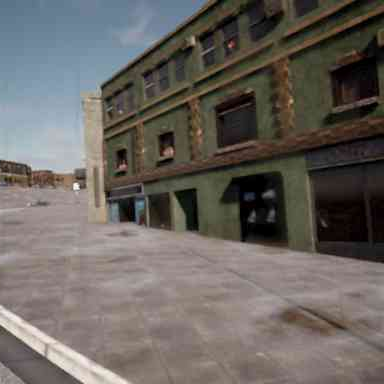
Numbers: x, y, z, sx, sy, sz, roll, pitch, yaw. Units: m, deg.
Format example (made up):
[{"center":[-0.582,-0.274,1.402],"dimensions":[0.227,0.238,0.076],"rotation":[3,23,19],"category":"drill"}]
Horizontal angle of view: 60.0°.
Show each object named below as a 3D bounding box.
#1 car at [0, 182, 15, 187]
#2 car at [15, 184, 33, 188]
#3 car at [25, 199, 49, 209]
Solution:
[{"center":[-44.766,-1.569,77.762],"dimensions":[2.185,1.767,4.553],"rotation":[-5,-3,19],"category":"car"},{"center":[-43.028,-1.240,83.213],"dimensions":[2.163,1.488,4.792],"rotation":[-5,-3,17],"category":"car"},{"center":[-26.415,1.977,56.886],"dimensions":[2.128,1.511,4.902],"rotation":[-4,-1,9],"category":"car"}]
